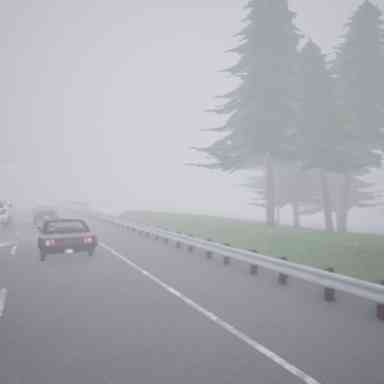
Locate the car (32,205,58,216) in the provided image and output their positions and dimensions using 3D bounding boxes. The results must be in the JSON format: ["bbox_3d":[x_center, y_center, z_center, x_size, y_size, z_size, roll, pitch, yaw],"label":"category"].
[{"bbox_3d":[-12.006,1.790,27.222,1.812,1.442,4.674,0,0,-26],"label":"car"}]

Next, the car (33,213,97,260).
[{"bbox_3d":[-5.118,1.723,13.225,1.895,1.301,4.718,0,0,-26],"label":"car"}]

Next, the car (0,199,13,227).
[{"bbox_3d":[-14.579,1.498,24.487,2.150,2.045,5.566,0,0,-26],"label":"car"}]
